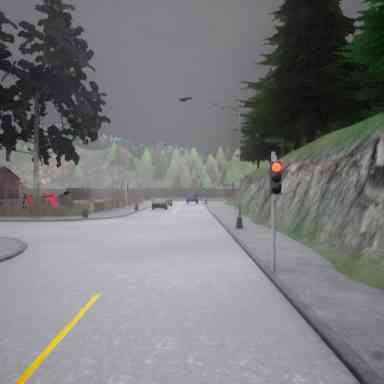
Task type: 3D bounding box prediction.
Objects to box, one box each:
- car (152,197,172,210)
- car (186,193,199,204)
[{"bbox_3d":[-4.064,1.456,42.896,1.882,1.535,5.008,0,0,0],"label":"car"},{"bbox_3d":[0.051,1.191,62.528,2.150,2.045,5.566,0,0,0],"label":"car"}]
